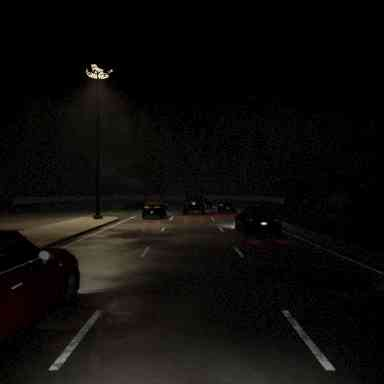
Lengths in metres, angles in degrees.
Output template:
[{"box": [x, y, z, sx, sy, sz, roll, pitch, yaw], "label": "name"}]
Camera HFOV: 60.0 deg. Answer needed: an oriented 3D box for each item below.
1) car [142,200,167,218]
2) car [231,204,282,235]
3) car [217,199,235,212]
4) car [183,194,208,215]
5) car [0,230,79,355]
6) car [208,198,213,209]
[{"box": [-3.357, 1.492, 30.442, 2.128, 1.511, 4.902, 0, 0, 1], "label": "car"}, {"box": [3.602, 1.564, 18.659, 1.994, 1.385, 4.181, 0, 0, 0], "label": "car"}, {"box": [3.936, 1.526, 37.738, 1.812, 1.442, 4.674, 0, 0, 4], "label": "car"}, {"box": [0.271, 1.221, 34.570, 2.150, 2.045, 5.566, 0, 0, 2], "label": "car"}, {"box": [-3.400, 1.353, 5.117, 2.097, 1.767, 4.553, 0, 0, 0], "label": "car"}, {"box": [1.572, 1.491, 44.356, 2.128, 1.511, 4.902, 0, 0, 12], "label": "car"}]
